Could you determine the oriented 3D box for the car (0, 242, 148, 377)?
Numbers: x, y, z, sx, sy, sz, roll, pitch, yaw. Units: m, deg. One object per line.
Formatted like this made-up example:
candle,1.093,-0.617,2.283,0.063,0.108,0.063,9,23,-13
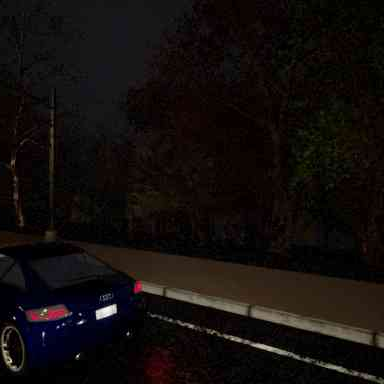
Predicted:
car,-2.747,1.563,5.628,4.181,1.385,1.994,0,0,37
